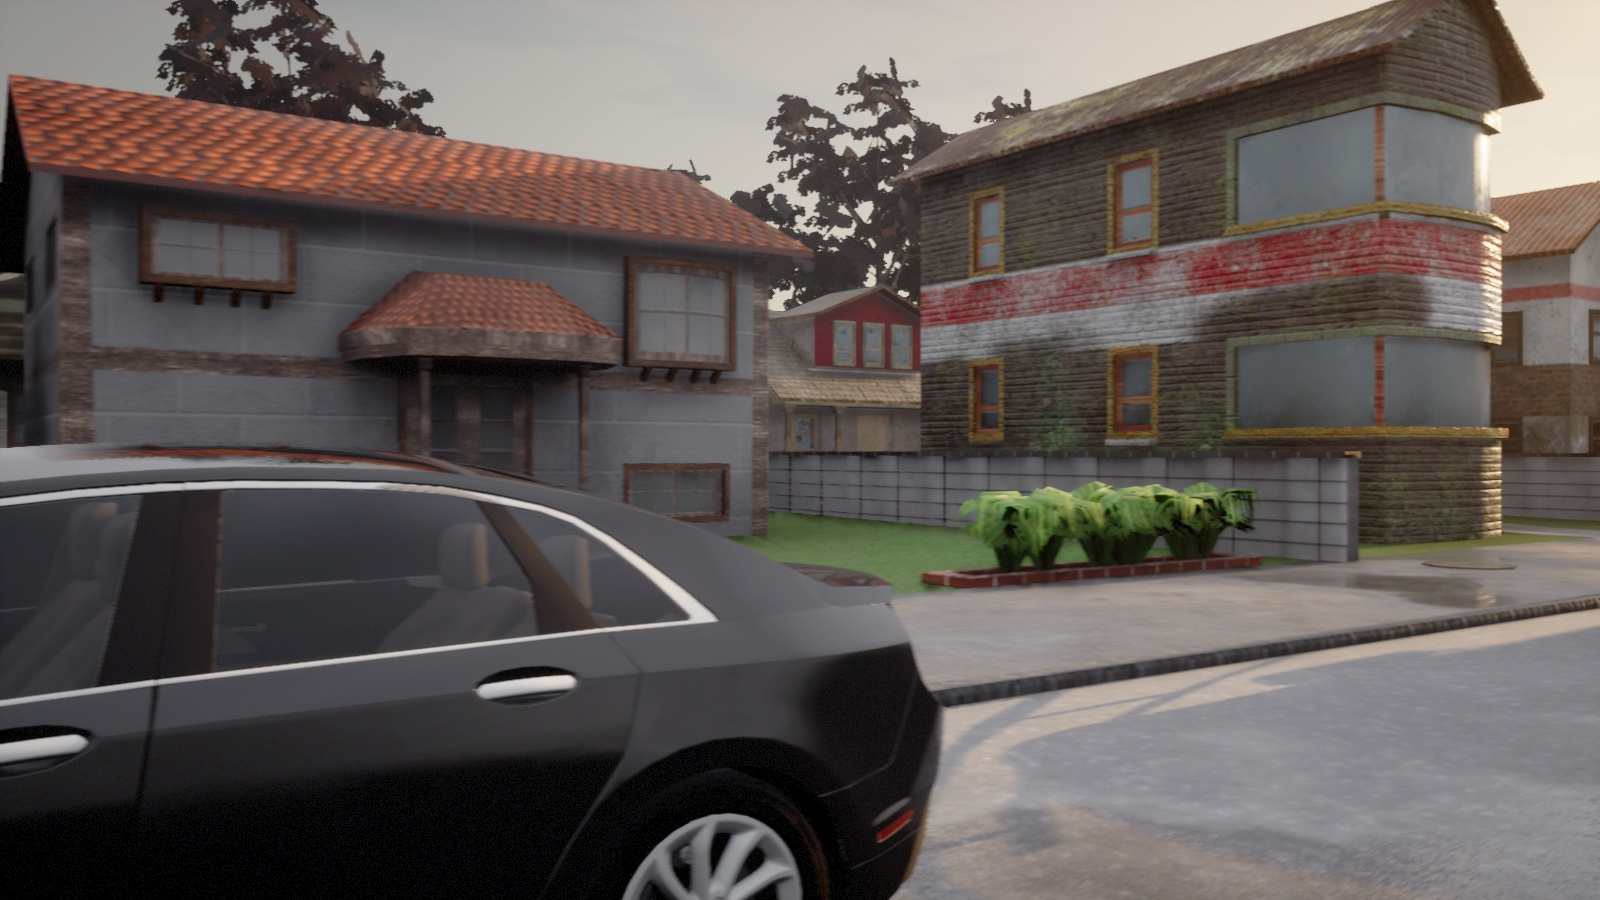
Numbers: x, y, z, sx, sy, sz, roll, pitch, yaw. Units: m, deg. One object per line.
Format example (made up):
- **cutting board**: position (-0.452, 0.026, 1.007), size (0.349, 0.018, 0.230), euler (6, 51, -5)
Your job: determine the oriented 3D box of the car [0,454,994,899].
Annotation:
- **car**: position (-1.989, 0.761, 2.883), size (4.892, 1.490, 1.837), euler (0, 0, -35)
